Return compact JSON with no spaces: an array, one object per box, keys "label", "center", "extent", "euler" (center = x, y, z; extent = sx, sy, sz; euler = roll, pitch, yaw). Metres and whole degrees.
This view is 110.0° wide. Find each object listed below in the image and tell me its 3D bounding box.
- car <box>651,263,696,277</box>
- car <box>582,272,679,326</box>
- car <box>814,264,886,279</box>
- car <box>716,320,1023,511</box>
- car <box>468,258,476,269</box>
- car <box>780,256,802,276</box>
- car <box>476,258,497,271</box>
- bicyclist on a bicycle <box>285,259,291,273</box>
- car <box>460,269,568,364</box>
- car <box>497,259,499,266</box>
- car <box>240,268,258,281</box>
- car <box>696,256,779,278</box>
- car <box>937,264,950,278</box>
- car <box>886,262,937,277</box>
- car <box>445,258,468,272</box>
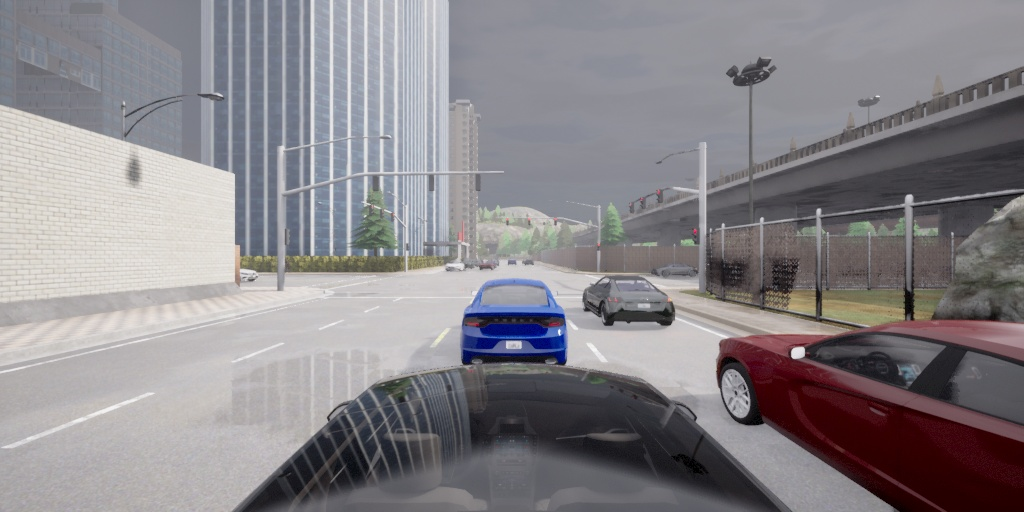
[{"label":"car","center":[16.026,1.369,35.453],"extent":[4.181,1.385,1.994],"euler":[0,0,0]},{"label":"car","center":[3.577,1.314,11.689],"extent":[1.994,1.385,4.181],"euler":[0,0,0]},{"label":"car","center":[29.773,1.406,31.974],"extent":[4.718,1.301,1.895],"euler":[0,0,0]},{"label":"car","center":[3.602,1.228,2.695],"extent":[1.882,1.535,5.008],"euler":[0,0,0]},{"label":"car","center":[-7.069,1.101,55.822],"extent":[2.097,1.767,4.553],"euler":[0,0,0]},{"label":"car","center":[25.383,1.027,35.475],"extent":[5.566,2.045,2.150],"euler":[0,0,-1]},{"label":"car","center":[-3.573,1.350,50.442],"extent":[1.895,1.301,4.718],"euler":[0,0,0]},{"label":"bicyclist on a bicycle","center":[-25.289,1.106,40.160],"extent":[0.582,1.620,1.656],"euler":[0,0,0]},{"label":"car","center":[0.055,1.228,8.029],"extent":[1.882,1.535,5.008],"euler":[0,0,1]},{"label":"car","center":[-3.558,1.350,60.252],"extent":[1.895,1.301,4.718],"euler":[0,0,0]},{"label":"car","center":[-22.630,1.331,28.203],"extent":[4.674,1.442,1.812],"euler":[0,0,0]},{"label":"car","center":[20.004,1.027,31.957],"extent":[5.566,2.045,2.150],"euler":[0,0,0]},{"label":"car","center":[41.465,1.024,31.972],"extent":[5.566,2.045,2.150],"euler":[0,0,0]},{"label":"car","center":[38.389,1.331,35.474],"extent":[4.674,1.442,1.812],"euler":[0,0,0]},{"label":"car","center":[-7.174,1.275,45.567],"extent":[1.812,1.442,4.674],"euler":[0,0,3]}]
